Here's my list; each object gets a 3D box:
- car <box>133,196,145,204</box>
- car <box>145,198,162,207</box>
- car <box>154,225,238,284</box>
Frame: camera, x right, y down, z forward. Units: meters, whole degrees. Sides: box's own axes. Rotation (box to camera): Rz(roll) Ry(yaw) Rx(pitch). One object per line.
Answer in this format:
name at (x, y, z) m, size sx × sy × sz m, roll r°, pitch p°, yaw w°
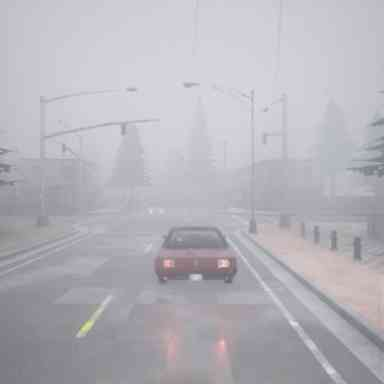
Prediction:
car at (-10.889, 1.583, 66.651) m, size 2.033 × 1.411 × 5.357 m, roll 0°, pitch 0°, yaw -26°
car at (-5.708, 1.622, 51.369) m, size 1.895 × 1.301 × 4.718 m, roll 0°, pitch 0°, yaw -12°
car at (0.070, 1.611, 9.591) m, size 1.895 × 1.301 × 4.718 m, roll 0°, pitch 0°, yaw -1°
